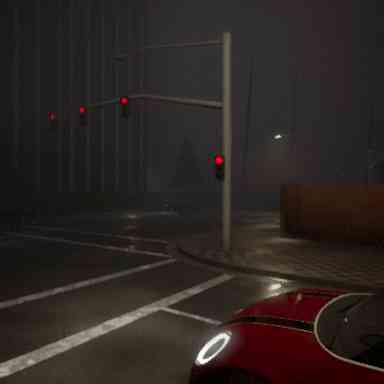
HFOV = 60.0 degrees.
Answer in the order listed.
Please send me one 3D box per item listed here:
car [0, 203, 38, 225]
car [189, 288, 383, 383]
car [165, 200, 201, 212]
[{"bbox_3d":[-12.737,1.457,21.854,2.128,1.511,4.902,0,0,41],"label":"car"},{"bbox_3d":[2.160,1.353,2.417,4.553,1.767,2.097,0,0,36],"label":"car"},{"bbox_3d":[-0.958,1.566,37.926,1.895,1.301,4.718,0,0,35],"label":"car"}]
